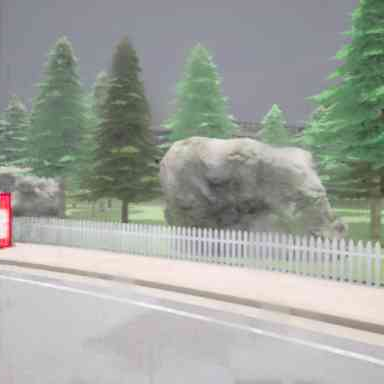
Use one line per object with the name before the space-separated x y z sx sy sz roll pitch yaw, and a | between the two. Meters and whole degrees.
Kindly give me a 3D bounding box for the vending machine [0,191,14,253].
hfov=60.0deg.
vending machine | -6.954 1.021 11.512 0.880 2.100 1.100 1 1 20
